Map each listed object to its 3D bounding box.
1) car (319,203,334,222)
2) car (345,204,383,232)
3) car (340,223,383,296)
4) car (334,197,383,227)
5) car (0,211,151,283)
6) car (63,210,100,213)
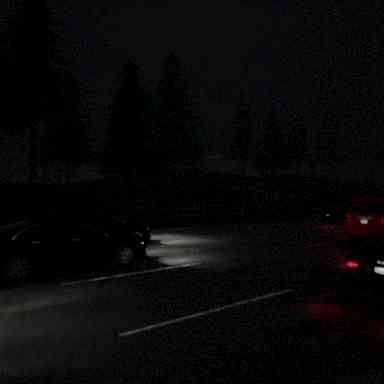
[{"bbox_3d":[11.588,1.481,24.919,5.008,1.535,1.882,0,0,-36],"label":"car"},{"bbox_3d":[11.653,1.528,20.665,4.674,1.442,1.812,0,0,-35],"label":"car"},{"bbox_3d":[5.652,1.548,7.779,5.357,1.411,2.033,0,0,-36],"label":"car"},{"bbox_3d":[8.787,1.223,14.319,5.566,2.045,2.150,0,0,-36],"label":"car"},{"bbox_3d":[-3.707,1.507,9.743,4.892,1.490,1.837,0,0,-35],"label":"car"},{"bbox_3d":[-4.056,1.508,13.774,4.892,1.490,1.837,0,0,-35],"label":"car"}]
